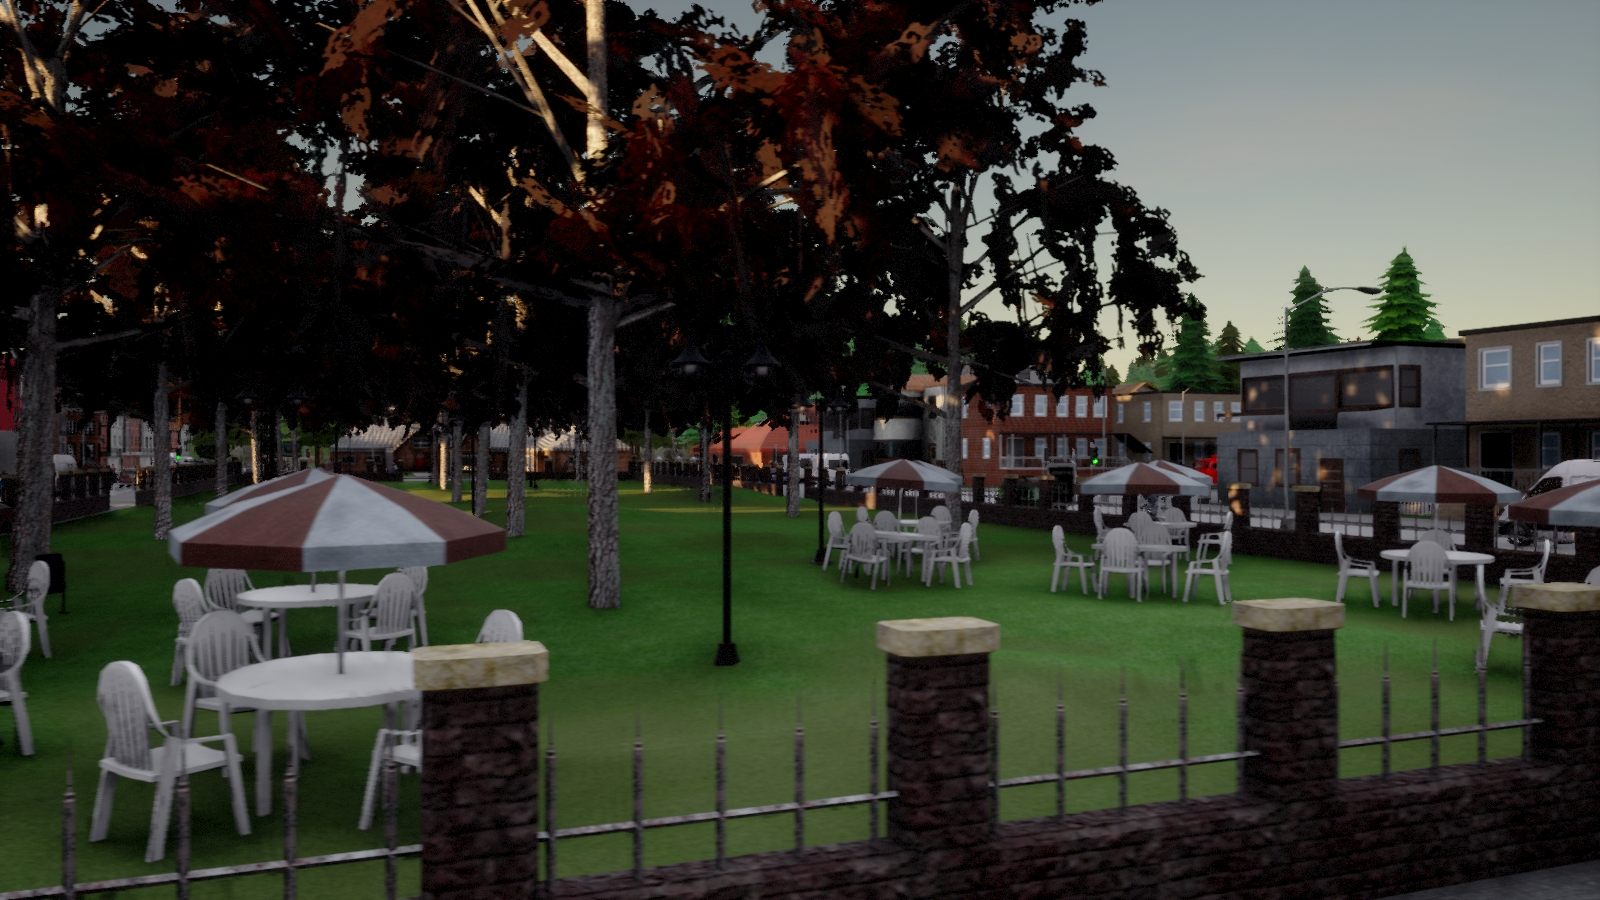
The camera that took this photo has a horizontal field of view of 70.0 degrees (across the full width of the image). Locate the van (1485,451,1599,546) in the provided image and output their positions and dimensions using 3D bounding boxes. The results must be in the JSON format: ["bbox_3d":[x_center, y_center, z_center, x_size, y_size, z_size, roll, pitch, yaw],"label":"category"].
[{"bbox_3d":[22.418,1.314,31.711,1.988,2.561,5.915,0,0,-20],"label":"van"}]

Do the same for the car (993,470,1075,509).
[{"bbox_3d":[10.655,1.779,52.332,1.851,1.617,3.988,0,0,-20],"label":"car"}]

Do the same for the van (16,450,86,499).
[{"bbox_3d":[-41.714,1.314,63.787,1.988,2.561,5.915,0,0,-20],"label":"van"}]
